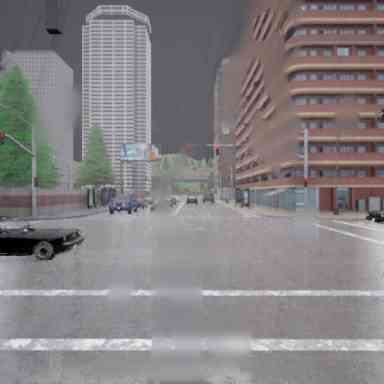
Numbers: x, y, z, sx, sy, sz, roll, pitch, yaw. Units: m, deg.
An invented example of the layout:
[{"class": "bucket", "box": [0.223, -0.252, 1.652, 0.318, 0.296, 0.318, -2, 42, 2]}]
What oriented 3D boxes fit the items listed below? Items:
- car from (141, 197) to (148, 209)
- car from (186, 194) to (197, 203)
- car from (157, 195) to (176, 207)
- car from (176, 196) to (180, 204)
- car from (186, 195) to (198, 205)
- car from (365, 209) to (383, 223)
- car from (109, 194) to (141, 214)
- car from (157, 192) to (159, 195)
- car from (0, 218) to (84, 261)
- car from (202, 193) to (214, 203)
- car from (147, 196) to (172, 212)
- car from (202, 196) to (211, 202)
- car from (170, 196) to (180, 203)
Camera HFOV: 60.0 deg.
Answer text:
[{"class": "car", "box": [-7.158, 1.537, 45.449, 2.033, 1.411, 5.357, 0, 0, 0]}, {"class": "car", "box": [-0.089, 1.336, 69.466, 2.097, 1.767, 4.553, 0, 0, 0]}, {"class": "car", "box": [-3.652, 1.515, 47.355, 1.812, 1.442, 4.674, 0, 0, 0]}, {"class": "car", "box": [-3.654, 1.534, 57.920, 2.033, 1.411, 5.357, 0, 0, 0]}, {"class": "car", "box": [0.027, 1.464, 59.474, 1.882, 1.535, 5.008, 0, 0, 0]}, {"class": "car", "box": [15.002, 1.487, 23.249, 5.357, 1.411, 2.033, 0, 0, -12]}, {"class": "car", "box": [-7.146, 1.214, 35.199, 2.150, 2.045, 5.566, 0, 0, 0]}, {"class": "car", "box": [-7.108, 1.337, 67.394, 2.097, 1.767, 4.553, 0, 0, 0]}, {"class": "car", "box": [-6.295, 1.579, 11.529, 4.718, 1.301, 1.895, 0, 0, 0]}, {"class": "car", "box": [3.412, 1.206, 68.680, 2.150, 2.045, 5.566, 0, 0, 0]}, {"class": "car", "box": [-3.647, 1.517, 38.258, 1.812, 1.442, 4.674, 0, 0, 0]}, {"class": "car", "box": [3.400, 1.559, 78.247, 1.895, 1.301, 4.718, 0, 0, 0]}, {"class": "car", "box": [-3.588, 1.509, 69.208, 1.812, 1.442, 4.674, 0, 0, 0]}]
